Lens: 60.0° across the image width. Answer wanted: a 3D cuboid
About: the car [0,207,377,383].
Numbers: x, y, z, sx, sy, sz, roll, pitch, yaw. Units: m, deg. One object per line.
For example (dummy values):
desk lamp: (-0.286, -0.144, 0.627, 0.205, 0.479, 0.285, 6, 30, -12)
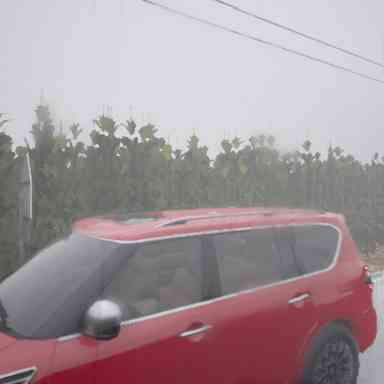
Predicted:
car: (-0.437, 1.221, 3.367, 5.566, 2.045, 2.150, 0, 0, -33)
